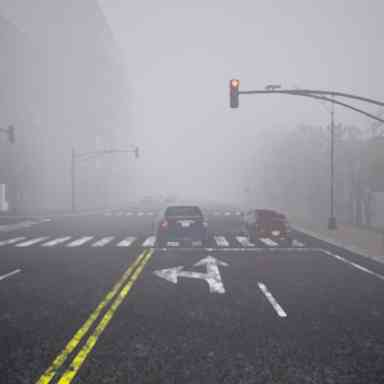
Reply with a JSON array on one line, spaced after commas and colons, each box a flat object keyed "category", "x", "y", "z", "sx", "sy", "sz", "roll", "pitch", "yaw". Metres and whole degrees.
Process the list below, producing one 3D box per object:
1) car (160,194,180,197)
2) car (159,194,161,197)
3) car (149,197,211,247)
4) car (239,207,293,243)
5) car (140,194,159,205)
[{"category": "car", "x": -3.260, "y": 1.295, "z": 50.737, "sx": 1.994, "sy": 1.385, "sz": 4.181, "roll": 0, "pitch": 0, "yaw": 0}, {"category": "car", "x": -6.422, "y": 1.183, "z": 66.246, "sx": 1.812, "sy": 1.442, "sz": 4.674, "roll": 0, "pitch": 0, "yaw": 1}, {"category": "car", "x": -0.626, "y": 1.269, "z": 14.846, "sx": 2.097, "sy": 1.767, "sz": 4.553, "roll": 0, "pitch": 0, "yaw": -10}, {"category": "car", "x": 3.344, "y": 1.439, "z": 15.510, "sx": 1.812, "sy": 1.442, "sz": 4.674, "roll": 0, "pitch": 0, "yaw": 0}, {"category": "car", "x": -6.510, "y": 1.258, "z": 50.677, "sx": 1.812, "sy": 1.442, "sz": 4.674, "roll": 0, "pitch": 0, "yaw": 0}]
